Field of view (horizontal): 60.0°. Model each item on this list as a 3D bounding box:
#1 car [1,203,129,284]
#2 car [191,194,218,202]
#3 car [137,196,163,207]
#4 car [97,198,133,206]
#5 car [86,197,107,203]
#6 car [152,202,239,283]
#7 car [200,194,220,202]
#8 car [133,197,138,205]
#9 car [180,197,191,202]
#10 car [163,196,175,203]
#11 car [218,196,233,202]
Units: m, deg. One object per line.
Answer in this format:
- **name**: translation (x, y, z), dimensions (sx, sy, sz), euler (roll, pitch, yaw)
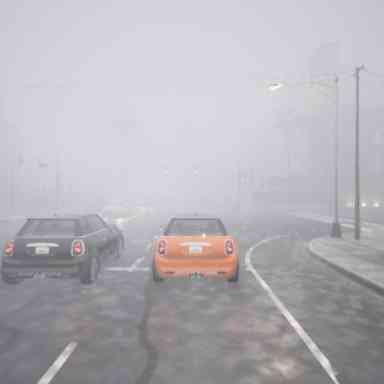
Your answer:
- **car**: translation (-3.408, 1.353, 9.702), dimensions (2.097, 1.767, 4.553), euler (0, 0, 0)
- **car**: translation (2.484, 1.555, 64.139), dimensions (2.033, 1.411, 5.357), euler (0, 0, 31)
- **car**: translation (-6.290, 1.570, 50.336), dimensions (1.994, 1.385, 4.181), euler (0, 0, 10)
- **car**: translation (-7.077, 1.529, 31.089), dimensions (1.812, 1.442, 4.674), euler (0, 0, 0)
- **car**: translation (-10.501, 1.356, 36.917), dimensions (2.097, 1.767, 4.553), euler (0, 0, 1)
- **car**: translation (0.092, 1.353, 9.809), dimensions (2.097, 1.767, 4.553), euler (0, 0, 0)
- **car**: translation (4.109, 1.365, 77.523), dimensions (4.553, 1.767, 2.097), euler (0, 0, -43)
- **car**: translation (-8.885, 1.512, 54.836), dimensions (1.837, 1.490, 4.892), euler (0, 0, 15)
- **car**: translation (-0.565, 1.609, 66.167), dimensions (1.895, 1.301, 4.718), euler (0, 0, 30)
- **car**: translation (-5.092, 1.502, 65.133), dimensions (2.128, 1.511, 4.902), euler (0, 0, 27)
- **car**: translation (7.370, 1.533, 75.749), dimensions (4.674, 1.442, 1.812), euler (0, 0, -43)
